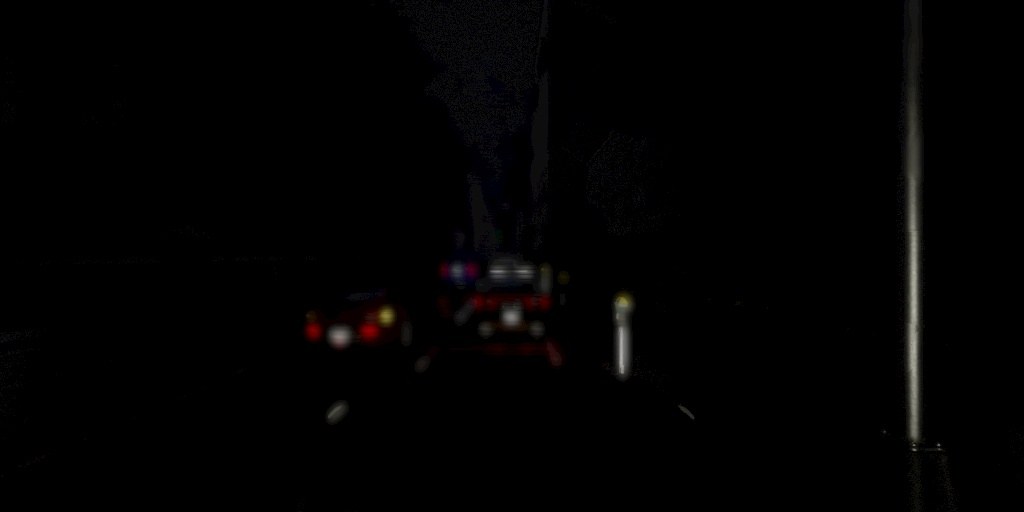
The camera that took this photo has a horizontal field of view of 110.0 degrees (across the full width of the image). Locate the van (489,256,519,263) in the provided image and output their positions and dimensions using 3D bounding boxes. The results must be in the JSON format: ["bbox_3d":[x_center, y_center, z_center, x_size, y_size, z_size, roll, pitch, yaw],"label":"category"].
[{"bbox_3d":[-0.289,1.083,21.849,1.690,1.789,3.998,0,0,0],"label":"van"}]

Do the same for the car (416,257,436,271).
[{"bbox_3d":[-8.813,1.040,38.791,2.192,1.841,5.009,0,0,0],"label":"car"}]

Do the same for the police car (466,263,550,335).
[{"bbox_3d":[-0.011,1.173,10.610,1.930,1.638,5.238,0,0,0],"label":"police car"}]

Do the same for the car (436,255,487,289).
[{"bbox_3d":[-3.084,0.961,23.113,2.150,2.045,5.566,0,0,0],"label":"car"}]

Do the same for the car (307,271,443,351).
[{"bbox_3d":[-3.143,1.274,8.862,1.812,1.442,4.674,0,0,0],"label":"car"}]

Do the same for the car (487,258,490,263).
[{"bbox_3d":[-3.077,1.230,39.292,1.837,1.490,4.892,0,0,0],"label":"car"}]
